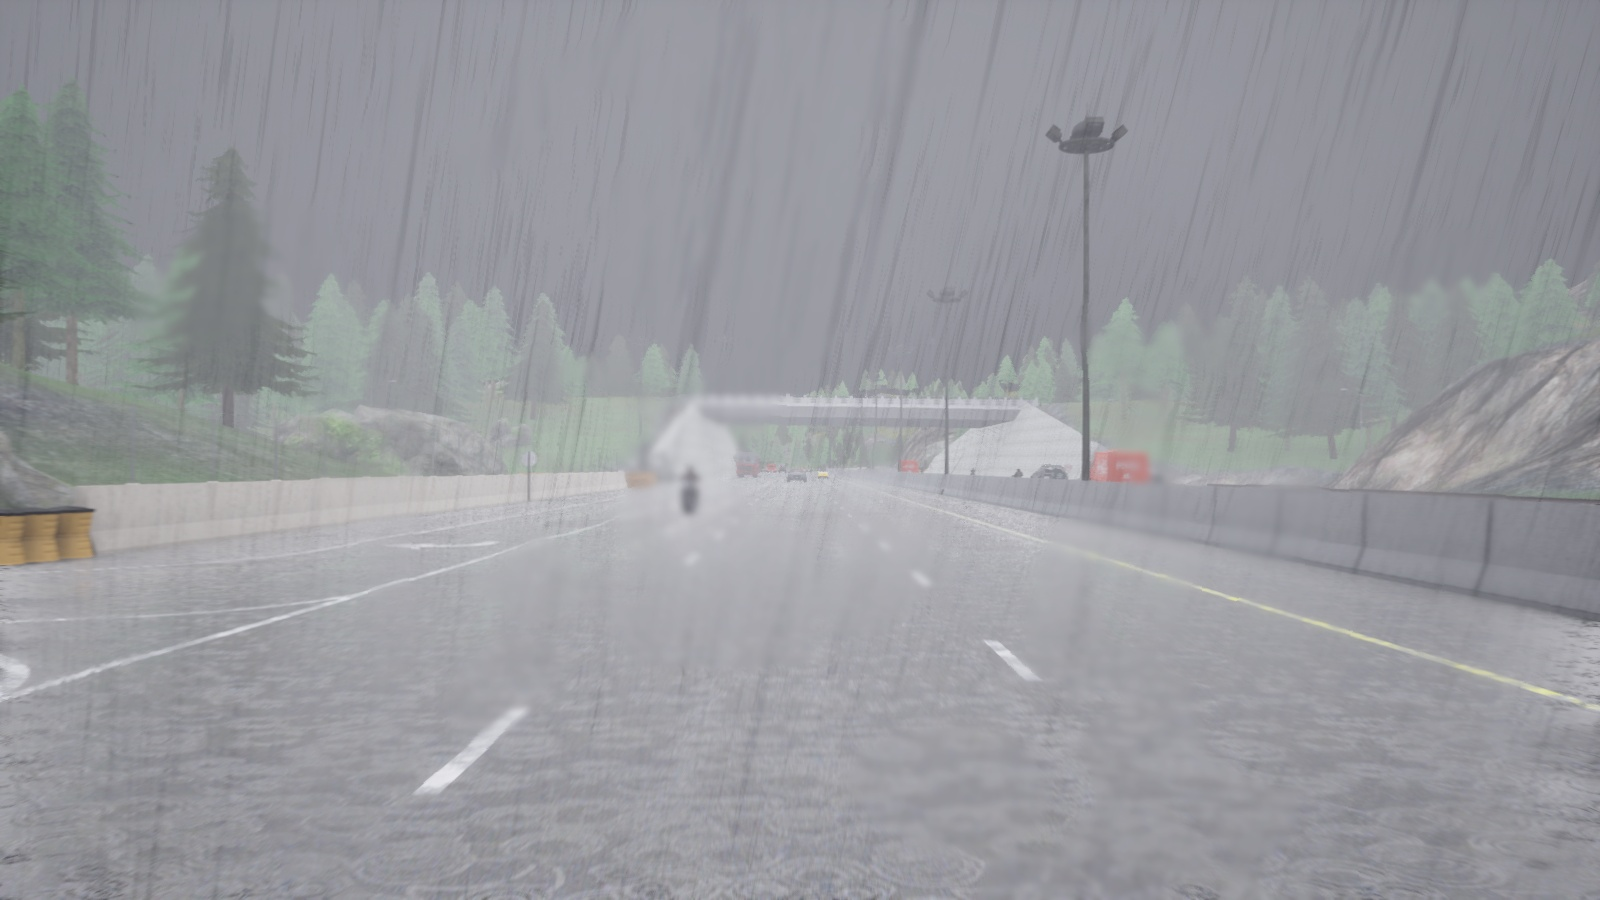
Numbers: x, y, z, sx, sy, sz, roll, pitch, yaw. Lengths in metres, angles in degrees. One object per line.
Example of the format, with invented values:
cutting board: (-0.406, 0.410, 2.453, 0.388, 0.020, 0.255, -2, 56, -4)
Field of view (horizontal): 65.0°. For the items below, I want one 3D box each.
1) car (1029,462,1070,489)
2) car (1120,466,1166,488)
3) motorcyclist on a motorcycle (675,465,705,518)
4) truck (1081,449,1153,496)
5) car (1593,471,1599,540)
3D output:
car: (17.293, 1.745, 87.257, 1.932, 1.855, 4.605, 0, -1, 0)
car: (24.289, 1.902, 89.053, 1.882, 1.535, 5.008, 0, -1, 0)
motorcyclist on a motorcycle: (-3.598, 1.336, 41.245, 0.766, 1.649, 2.350, 0, 0, 0)
truck: (17.335, 1.198, 68.911, 2.627, 2.467, 5.204, 0, 0, 0)
car: (17.445, 1.105, 23.325, 2.033, 1.411, 5.357, 0, -1, 0)
